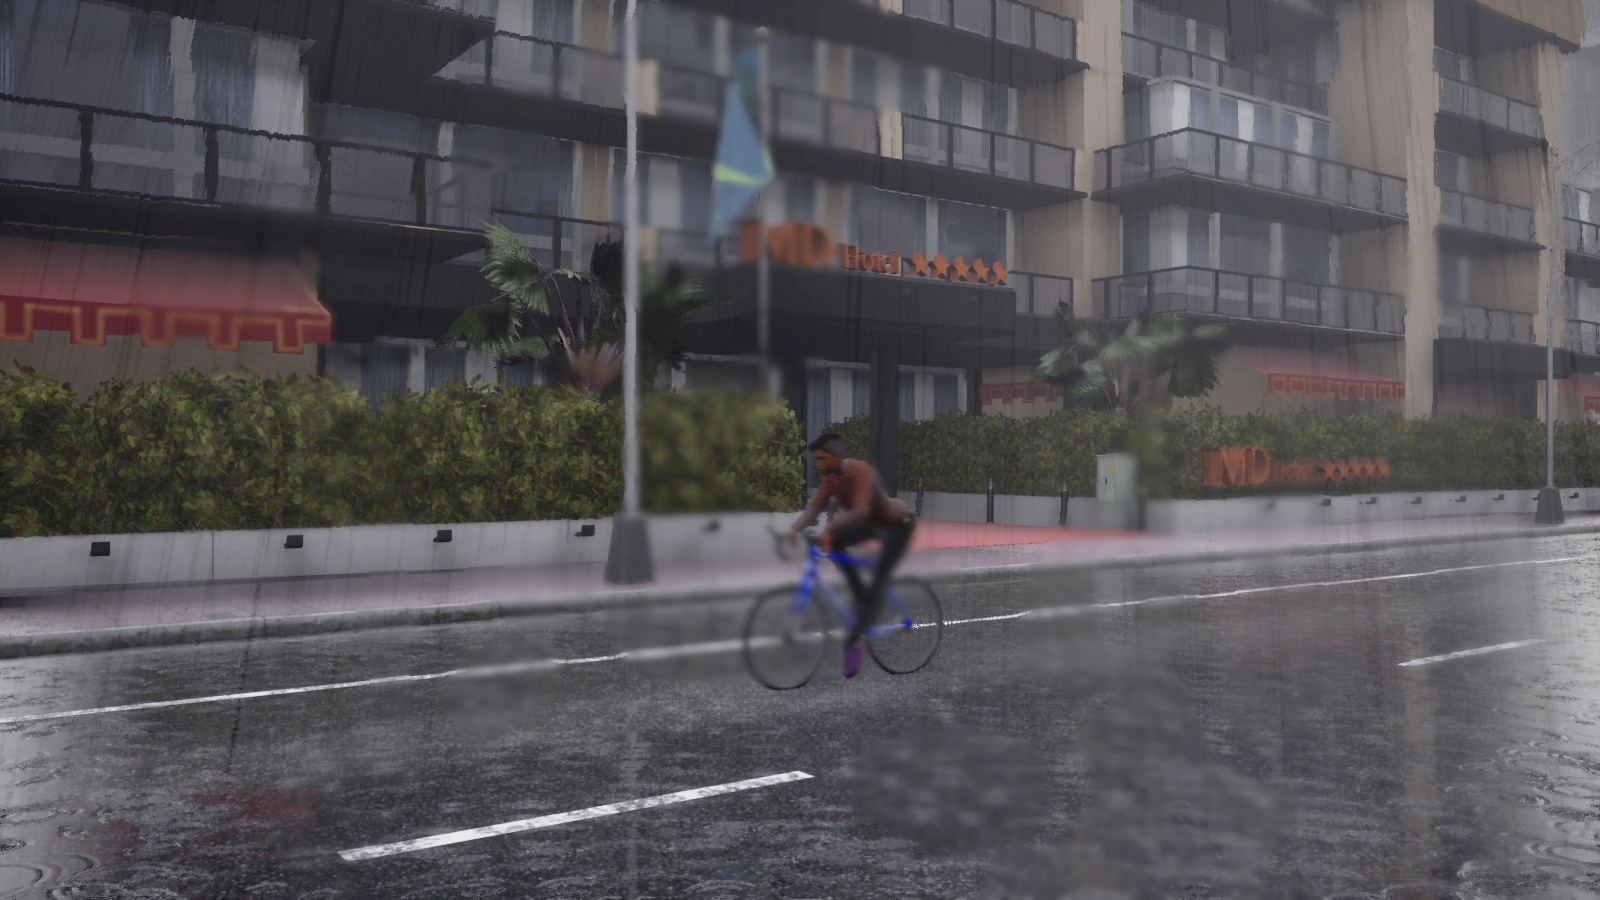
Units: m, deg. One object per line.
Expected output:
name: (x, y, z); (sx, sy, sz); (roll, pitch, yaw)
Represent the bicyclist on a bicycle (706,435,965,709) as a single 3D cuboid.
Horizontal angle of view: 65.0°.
bicyclist on a bicycle: (0.256, 0.717, 8.145); (1.656, 1.620, 0.582); (0, 0, -36)
